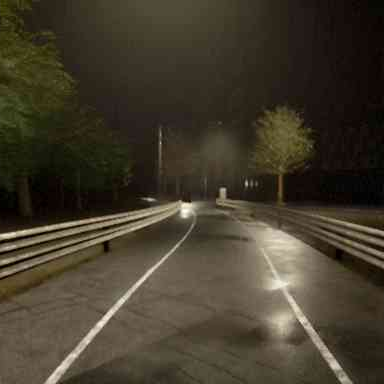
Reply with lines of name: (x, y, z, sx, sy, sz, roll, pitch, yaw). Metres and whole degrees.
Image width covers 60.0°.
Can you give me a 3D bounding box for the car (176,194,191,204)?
car: (-1.679, 1.343, 66.794, 2.150, 2.045, 5.566, 0, 0, -14)
